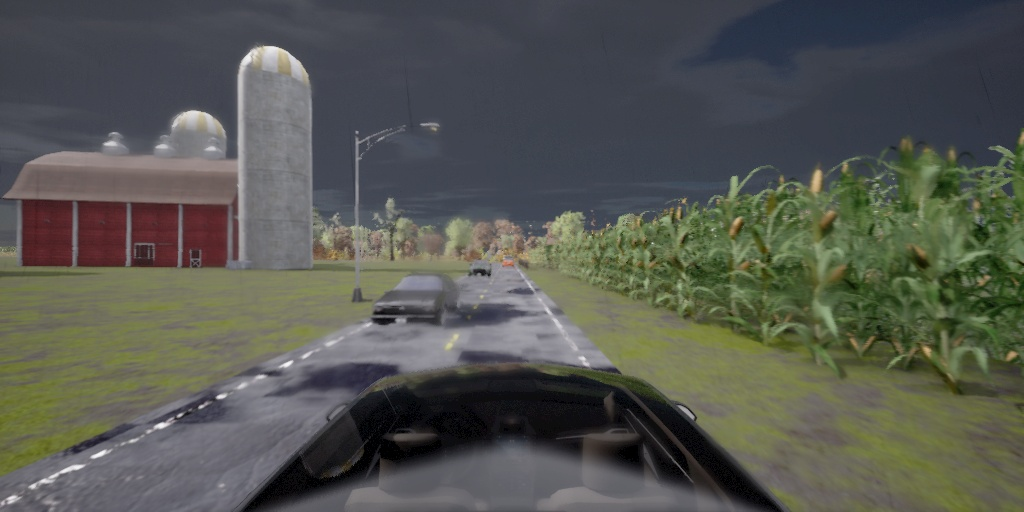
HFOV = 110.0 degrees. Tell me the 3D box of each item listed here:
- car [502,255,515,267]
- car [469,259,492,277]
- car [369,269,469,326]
[{"bbox_3d":[-0.641,1.101,63.653,2.097,1.767,4.553,0,0,-1],"label":"car"},{"bbox_3d":[-3.050,1.109,35.180,2.097,1.767,4.553,0,0,-1],"label":"car"},{"bbox_3d":[-2.880,1.299,11.972,2.033,1.411,5.357,0,0,0],"label":"car"}]
